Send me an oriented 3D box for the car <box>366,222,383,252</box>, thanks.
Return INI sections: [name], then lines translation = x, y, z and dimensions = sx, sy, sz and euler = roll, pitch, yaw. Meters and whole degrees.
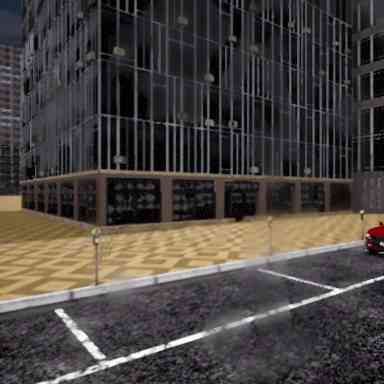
[car]
translation = 8.249, 1.501, 12.443
dimensions = 4.507, 1.381, 1.887
euler = 0, 0, -36
